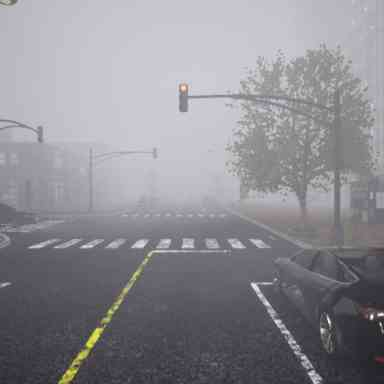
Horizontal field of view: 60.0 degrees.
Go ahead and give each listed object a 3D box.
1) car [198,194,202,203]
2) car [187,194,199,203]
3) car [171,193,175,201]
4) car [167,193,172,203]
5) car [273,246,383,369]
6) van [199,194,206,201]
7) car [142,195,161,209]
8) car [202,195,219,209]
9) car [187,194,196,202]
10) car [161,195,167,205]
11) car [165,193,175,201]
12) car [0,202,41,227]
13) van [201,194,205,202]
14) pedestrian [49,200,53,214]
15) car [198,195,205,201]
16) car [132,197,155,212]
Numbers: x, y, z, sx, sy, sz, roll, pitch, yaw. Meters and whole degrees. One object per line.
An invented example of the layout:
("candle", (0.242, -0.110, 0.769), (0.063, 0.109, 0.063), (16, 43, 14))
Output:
("car", (2.607, 1.549, 60.427), (2.008, 1.369, 4.403), (0, 0, 0))
("car", (-0.008, 1.562, 69.511), (1.994, 1.385, 4.181), (0, 0, 0))
("car", (-5.806, 1.549, 82.616), (2.008, 1.369, 4.403), (0, 0, 0))
("car", (-5.789, 1.523, 71.344), (1.752, 1.417, 4.829), (0, 0, 0))
("car", (2.687, 1.566, 5.744), (1.947, 1.339, 4.313), (0, 0, 0))
("van", (2.576, 1.339, 82.631), (1.690, 1.788, 3.998), (0, 0, 0))
("car", (-5.748, 1.313, 43.759), (2.192, 1.841, 5.009), (0, 0, 0))
("car", (2.631, 1.523, 43.943), (1.752, 1.417, 4.829), (0, 0, 0))
("car", (-0.113, 1.353, 79.430), (2.097, 1.767, 4.553), (0, 0, 0))
("car", (-5.765, 1.549, 54.861), (2.008, 1.369, 4.403), (0, 0, 0))
("car", (-5.813, 1.314, 88.167), (2.192, 1.841, 5.009), (0, 0, 0))
("car", (-12.069, 1.392, 21.114), (4.674, 1.442, 1.812), (1, 0, 4))
("van", (2.624, 1.339, 49.325), (1.690, 1.788, 3.998), (0, 0, 0))
("pedestrian", (-12.792, 1.315, 30.201), (0.375, 1.300, 0.375), (0, -1, -1))
("car", (2.567, 1.524, 88.352), (1.752, 1.417, 4.829), (0, 0, 0))
("car", (-5.741, 1.580, 38.208), (1.802, 1.307, 4.206), (0, 0, 0))
